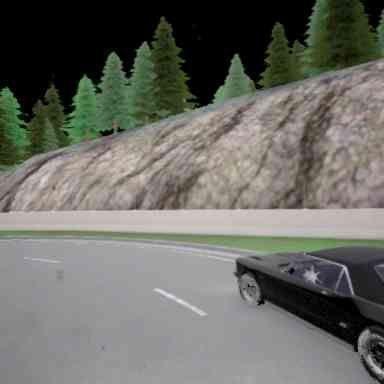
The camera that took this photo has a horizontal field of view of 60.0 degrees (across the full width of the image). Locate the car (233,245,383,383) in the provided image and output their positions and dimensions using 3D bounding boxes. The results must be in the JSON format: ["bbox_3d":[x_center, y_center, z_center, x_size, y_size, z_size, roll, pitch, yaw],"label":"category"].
[{"bbox_3d":[2.473,1.527,5.341,1.895,1.301,4.718,-2,0,-21],"label":"car"}]
